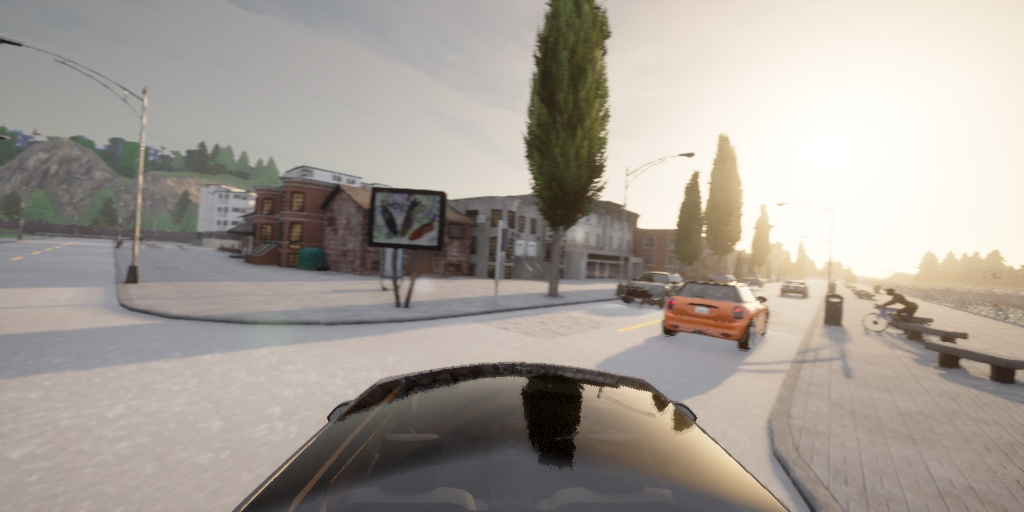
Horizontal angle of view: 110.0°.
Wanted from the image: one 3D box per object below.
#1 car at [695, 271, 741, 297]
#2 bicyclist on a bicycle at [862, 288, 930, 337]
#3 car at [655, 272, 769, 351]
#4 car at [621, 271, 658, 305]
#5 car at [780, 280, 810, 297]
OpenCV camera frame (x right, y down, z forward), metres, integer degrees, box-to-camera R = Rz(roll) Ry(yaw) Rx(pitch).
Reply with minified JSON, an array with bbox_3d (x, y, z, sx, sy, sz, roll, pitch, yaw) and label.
[{"bbox_3d":[16.402,2.167,28.450,2.097,1.767,4.553,3,-1,43],"label":"car"},{"bbox_3d":[13.403,1.945,12.525,1.656,1.620,0.582,3,0,42],"label":"bicyclist on a bicycle"},{"bbox_3d":[6.272,1.505,10.794,2.097,1.767,4.553,3,0,41],"label":"car"},{"bbox_3d":[7.409,1.589,18.404,2.097,1.767,4.553,3,0,42],"label":"car"},{"bbox_3d":[26.289,2.979,33.333,2.033,1.411,5.357,3,0,42],"label":"car"}]
